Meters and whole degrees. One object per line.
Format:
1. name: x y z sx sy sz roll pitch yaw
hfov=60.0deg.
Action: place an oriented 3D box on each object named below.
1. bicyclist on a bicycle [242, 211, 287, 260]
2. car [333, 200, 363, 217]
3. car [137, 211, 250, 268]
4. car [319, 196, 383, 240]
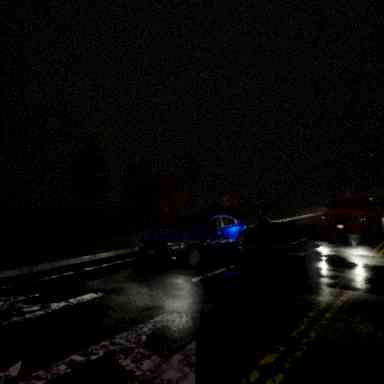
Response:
1. bicyclist on a bicycle: 2.405 1.455 11.268 1.656 1.620 0.582 -3 -1 36
2. car: 15.395 1.525 32.612 1.812 1.442 4.674 0 0 36
3. car: 0.266 1.478 11.685 1.882 1.535 5.008 0 0 36
4. car: 8.455 1.222 17.442 2.150 2.045 5.566 0 0 37
